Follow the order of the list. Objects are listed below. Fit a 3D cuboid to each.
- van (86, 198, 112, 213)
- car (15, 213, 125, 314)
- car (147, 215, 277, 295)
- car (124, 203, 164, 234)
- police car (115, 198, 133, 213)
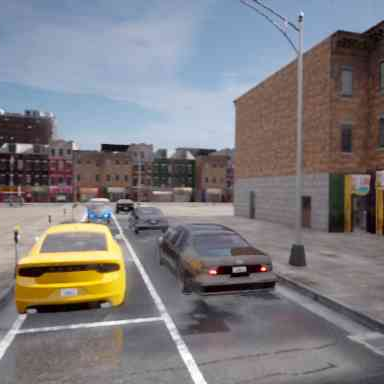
[{"bbox_3d":[-6.735,1.365,24.130,1.690,1.788,3.998,0,0,-15],"label":"van"},{"bbox_3d":[-2.642,1.480,7.783,1.882,1.535,5.008,1,0,-15],"label":"car"},{"bbox_3d":[0.263,1.577,8.957,2.033,1.411,5.357,1,0,-15],"label":"car"},{"bbox_3d":[-2.666,1.589,19.665,2.033,1.411,5.357,1,0,-15],"label":"car"},{"bbox_3d":[-7.547,1.492,37.112,1.930,1.638,5.238,1,0,-15],"label":"police car"}]
